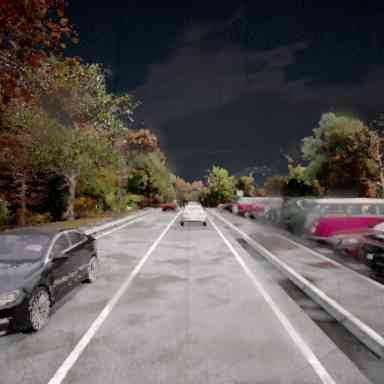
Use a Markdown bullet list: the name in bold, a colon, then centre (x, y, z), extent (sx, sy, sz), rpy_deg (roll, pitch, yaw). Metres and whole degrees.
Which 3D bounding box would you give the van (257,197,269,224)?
- **van**: centre (6.950, 1.372, 22.421), extent (4.442, 1.987, 1.878), rpy_deg (0, -1, 0)

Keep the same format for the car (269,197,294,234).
- **car**: centre (7.087, 1.267, 16.885), extent (5.566, 2.045, 2.435), rpy_deg (0, 0, 0)

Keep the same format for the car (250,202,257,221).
- **car**: centre (7.073, 1.685, 25.192), extent (4.674, 1.452, 2.002), rpy_deg (0, -1, 0)

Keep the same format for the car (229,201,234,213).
- **car**: centre (7.094, 1.922, 39.071), extent (4.674, 1.452, 2.002), rpy_deg (0, -1, 0)

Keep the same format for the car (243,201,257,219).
- **car**: centre (7.045, 1.722, 27.969), extent (4.792, 1.488, 2.163), rpy_deg (0, -1, 0)

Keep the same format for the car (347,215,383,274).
- **car**: centre (7.041, 1.509, 8.556), extent (5.008, 1.535, 2.097), rpy_deg (0, 0, 0)

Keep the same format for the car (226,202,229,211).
- **car**: centre (7.125, 1.959, 41.846), extent (4.792, 1.488, 2.163), rpy_deg (0, -1, 0)

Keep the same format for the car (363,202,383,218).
- **car**: centre (20.158, 1.783, 33.314), extent (5.008, 1.535, 2.097), rpy_deg (0, -1, 0)

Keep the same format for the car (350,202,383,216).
- **car**: centre (20.162, 1.833, 36.209), extent (5.008, 1.535, 2.097), rpy_deg (0, -1, 0)

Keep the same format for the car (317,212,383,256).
- **car**: centre (7.053, 1.552, 11.332), extent (4.674, 1.452, 2.002), rpy_deg (0, 0, 0)

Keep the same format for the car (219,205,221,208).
- **car**: centre (7.114, 2.082, 50.170), extent (5.008, 1.535, 2.097), rpy_deg (0, -1, 0)

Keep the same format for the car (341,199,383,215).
- **car**: centre (20.139, 1.753, 38.856), extent (4.553, 1.767, 2.185), rpy_deg (0, -1, 0)

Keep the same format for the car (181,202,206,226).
- **car**: centre (0.103, 1.709, 25.268), extent (1.812, 1.442, 4.674), rpy_deg (0, -1, 0)

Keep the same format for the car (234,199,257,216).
- **car**: centre (7.089, 1.787, 33.520), extent (5.008, 1.535, 2.097), rpy_deg (0, -1, 0)

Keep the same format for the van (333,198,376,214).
- **van**: centre (20.292, 1.700, 41.627), extent (4.442, 1.987, 1.878), rpy_deg (0, -1, 0)

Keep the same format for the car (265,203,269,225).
- **car**: centre (7.092, 1.579, 19.634), extent (4.792, 1.488, 2.163), rpy_deg (0, -1, 0)

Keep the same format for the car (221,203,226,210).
- **car**: centre (7.071, 1.726, 44.627), extent (5.566, 2.045, 2.435), rpy_deg (0, -1, 0)

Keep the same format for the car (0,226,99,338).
- **car**: centre (-3.352, 1.515, 6.862), extent (2.128, 1.511, 4.902), rpy_deg (0, 0, 0)

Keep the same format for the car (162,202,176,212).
- **car**: centre (-3.308, 2.185, 48.775), extent (1.895, 1.301, 4.718), rpy_deg (0, -1, 0)

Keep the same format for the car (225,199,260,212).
- **car**: centre (7.135, 1.901, 47.396), extent (4.553, 1.767, 2.185), rpy_deg (0, -1, 0)

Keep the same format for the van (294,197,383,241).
- **van**: centre (6.938, 1.289, 14.109), extent (4.442, 1.987, 1.878), rpy_deg (0, 0, 0)

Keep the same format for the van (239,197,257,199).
- **van**: centre (7.204, 1.609, 36.299), extent (4.442, 1.987, 1.878), rpy_deg (0, -1, 0)
